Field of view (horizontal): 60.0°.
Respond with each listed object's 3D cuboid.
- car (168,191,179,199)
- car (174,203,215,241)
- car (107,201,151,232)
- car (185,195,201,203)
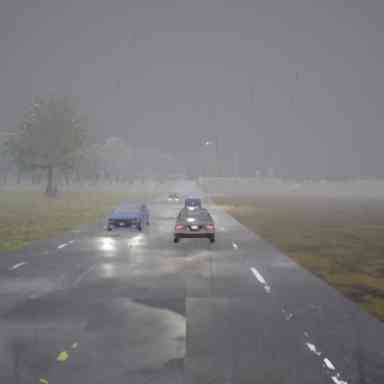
[{"bbox_3d":[-3.489,0.556,63.751,2.033,1.411,5.357,0,2,0],"label":"car"},{"bbox_3d":[0.105,1.461,16.008,2.033,1.411,5.357,0,1,0],"label":"car"},{"bbox_3d":[-3.596,1.351,19.579,1.882,1.535,5.008,0,1,0],"label":"car"},{"bbox_3d":[0.108,1.059,39.287,1.882,1.535,5.008,0,1,0],"label":"car"}]
